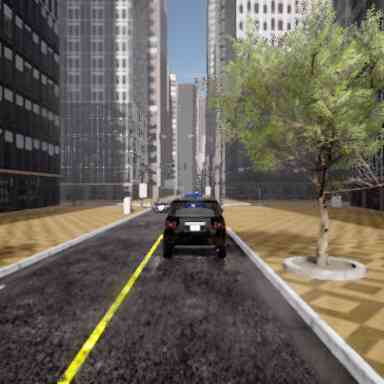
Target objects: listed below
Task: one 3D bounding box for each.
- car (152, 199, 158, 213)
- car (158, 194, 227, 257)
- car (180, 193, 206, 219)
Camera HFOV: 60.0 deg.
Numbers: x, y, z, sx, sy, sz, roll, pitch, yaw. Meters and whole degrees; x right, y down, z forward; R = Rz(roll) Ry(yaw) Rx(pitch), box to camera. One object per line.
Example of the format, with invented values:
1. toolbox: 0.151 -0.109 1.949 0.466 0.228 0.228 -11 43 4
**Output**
1. car: -3.080 1.417 35.383 2.128 1.511 4.902 0 0 0
2. car: 0.094 1.191 12.972 2.150 2.045 5.566 0 0 0
3. car: 0.084 1.154 29.788 2.150 2.045 5.566 0 0 0
